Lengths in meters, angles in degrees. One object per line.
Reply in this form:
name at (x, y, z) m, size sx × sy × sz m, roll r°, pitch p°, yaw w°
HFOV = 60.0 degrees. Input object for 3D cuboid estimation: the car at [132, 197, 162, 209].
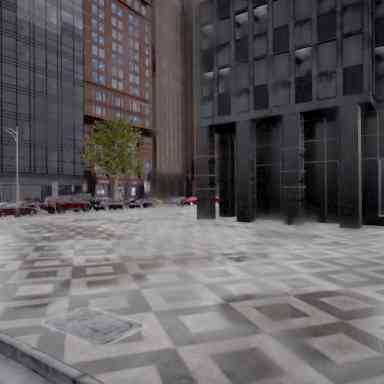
car at (-6.435, 1.509, 43.778) m, size 1.947 × 1.339 × 4.313 m, roll -1°, pitch 0°, yaw 35°

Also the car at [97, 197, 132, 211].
car at (-9.642, 1.525, 39.141) m, size 1.947 × 1.339 × 4.313 m, roll -1°, pitch 0°, yaw 35°

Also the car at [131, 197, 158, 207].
car at (-7.453, 1.558, 52.405) m, size 1.994 × 1.385 × 4.181 m, roll -1°, pitch 0°, yaw 34°

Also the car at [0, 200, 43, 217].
car at (-16.055, 1.577, 29.864) m, size 1.802 × 1.307 × 4.206 m, roll -1°, pitch 0°, yaw 35°

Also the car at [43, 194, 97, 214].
car at (-12.851, 1.291, 34.504) m, size 2.192 × 1.841 × 5.009 m, roll -1°, pitch 0°, yaw 35°

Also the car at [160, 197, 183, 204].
car at (-3.822, 1.575, 62.547) m, size 1.947 × 1.339 × 4.313 m, roll -1°, pitch 0°, yaw 35°

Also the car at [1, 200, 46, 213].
car at (-19.858, 1.643, 39.354) m, size 1.947 × 1.339 × 4.313 m, roll -1°, pitch 0°, yaw 35°

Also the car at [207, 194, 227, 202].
car at (5.798, 1.296, 76.464) m, size 2.192 × 1.841 × 5.009 m, roll -1°, pitch 0°, yaw 35°

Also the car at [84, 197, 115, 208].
car at (-13.446, 1.485, 48.630) m, size 1.967 × 1.590 × 4.097 m, roll -1°, pitch 0°, yaw 35°

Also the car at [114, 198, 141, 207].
car at (-10.237, 1.613, 53.269) m, size 1.802 × 1.307 × 4.206 m, roll -1°, pitch 0°, yaw 35°

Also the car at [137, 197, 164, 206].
car at (-7.127, 1.545, 57.767) m, size 1.752 × 1.417 × 4.829 m, roll -1°, pitch 0°, yaw 35°

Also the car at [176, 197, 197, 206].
car at (-0.022, 1.463, 53.055) m, size 1.887 × 1.381 × 4.507 m, roll -1°, pitch 0°, yaw 35°

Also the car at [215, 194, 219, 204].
car at (3.183, 1.223, 57.694) m, size 2.192 × 1.841 × 5.009 m, roll -1°, pitch 0°, yaw 35°

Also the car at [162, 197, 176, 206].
car at (-2.030, 1.496, 54.748) m, size 2.033 × 1.411 × 5.357 m, roll -1°, pitch 0°, yaw 35°

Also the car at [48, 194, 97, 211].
car at (-14.906, 1.254, 41.677) m, size 2.150 × 2.045 × 5.566 m, roll -1°, pitch -1°, yaw 35°
